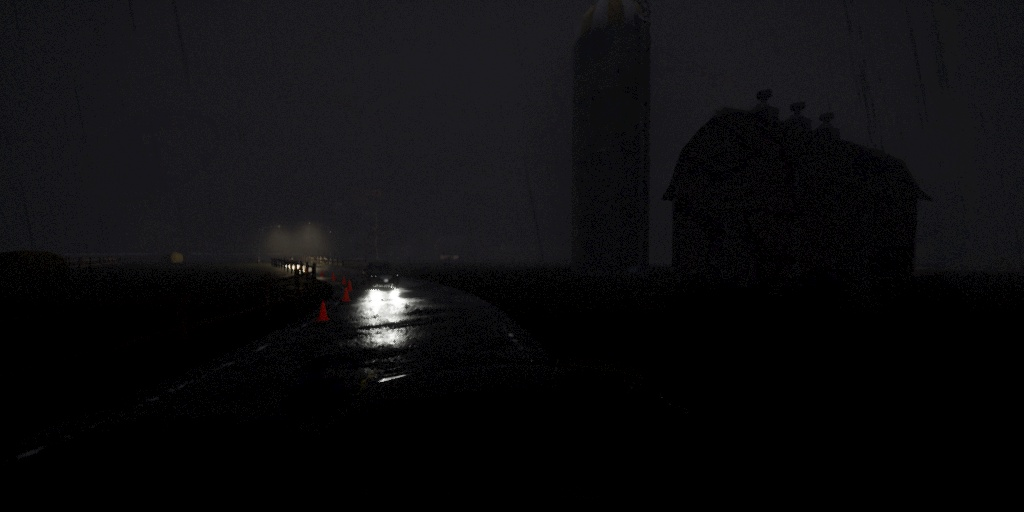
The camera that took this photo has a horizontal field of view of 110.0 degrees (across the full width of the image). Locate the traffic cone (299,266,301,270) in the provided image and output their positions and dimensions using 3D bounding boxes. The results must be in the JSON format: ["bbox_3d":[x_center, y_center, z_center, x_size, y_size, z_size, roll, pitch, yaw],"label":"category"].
[{"bbox_3d":[-26.069,1.482,44.051,0.340,0.580,0.340,0,0,-37],"label":"traffic cone"}]

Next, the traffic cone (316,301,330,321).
[{"bbox_3d":[-5.834,1.684,11.078,0.340,0.580,0.340,0,0,-14],"label":"traffic cone"}]

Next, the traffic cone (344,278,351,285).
[{"bbox_3d":[-9.063,1.653,20.004,0.340,0.580,0.340,0,0,-26],"label":"traffic cone"}]

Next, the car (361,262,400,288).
[{"bbox_3d":[-8.579,1.164,23.231,2.128,1.511,4.902,0,0,-29],"label":"car"}]

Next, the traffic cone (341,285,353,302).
[{"bbox_3d":[-7.225,1.670,15.622,0.340,0.580,0.340,0,0,-20],"label":"traffic cone"}]

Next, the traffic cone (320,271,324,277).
[{"bbox_3d":[-17.011,1.582,32.094,0.340,0.580,0.340,0,0,-37],"label":"traffic cone"}]

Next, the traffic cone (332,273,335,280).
[{"bbox_3d":[-13.995,1.612,28.113,0.340,0.580,0.340,0,0,-37],"label":"traffic cone"}]

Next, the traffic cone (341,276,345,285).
[{"bbox_3d":[-11.327,1.633,24.181,0.340,0.580,0.340,0,0,-31],"label":"traffic cone"}]
